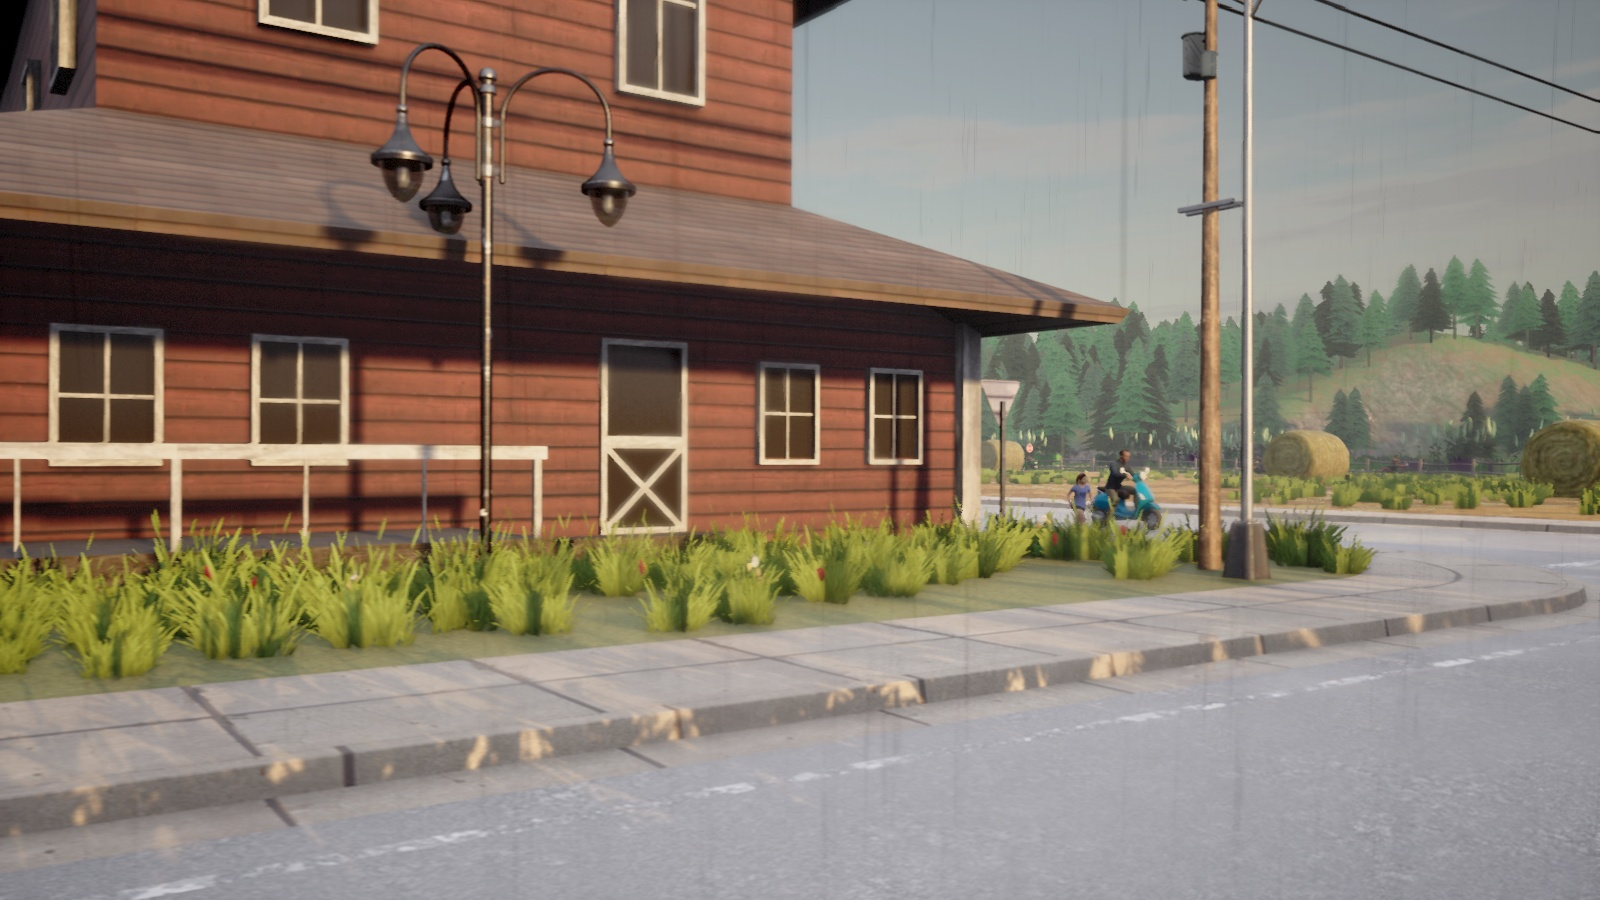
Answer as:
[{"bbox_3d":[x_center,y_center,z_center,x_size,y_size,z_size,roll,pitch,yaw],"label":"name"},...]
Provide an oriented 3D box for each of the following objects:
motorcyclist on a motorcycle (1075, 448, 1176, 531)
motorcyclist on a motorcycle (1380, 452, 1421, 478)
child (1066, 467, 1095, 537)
[{"bbox_3d":[6.477,0.757,25.080,0.866,1.590,1.817,0,0,-36],"label":"motorcyclist on a motorcycle"},{"bbox_3d":[38.405,0.927,80.309,0.766,1.649,2.350,0,0,-32],"label":"motorcyclist on a motorcycle"},{"bbox_3d":[4.525,0.830,20.282,0.255,1.110,0.394,0,0,-28],"label":"child"}]
